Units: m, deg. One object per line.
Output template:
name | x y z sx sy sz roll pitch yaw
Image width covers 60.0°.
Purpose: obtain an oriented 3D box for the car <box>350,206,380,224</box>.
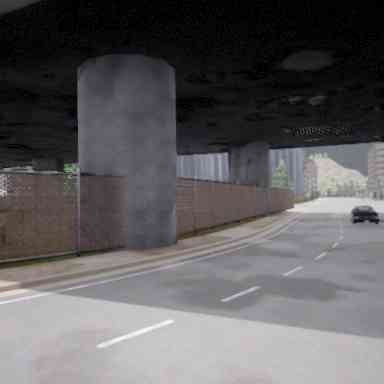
car | 13.886 1.836 26.881 2.033 1.411 5.357 -1 -1 23
